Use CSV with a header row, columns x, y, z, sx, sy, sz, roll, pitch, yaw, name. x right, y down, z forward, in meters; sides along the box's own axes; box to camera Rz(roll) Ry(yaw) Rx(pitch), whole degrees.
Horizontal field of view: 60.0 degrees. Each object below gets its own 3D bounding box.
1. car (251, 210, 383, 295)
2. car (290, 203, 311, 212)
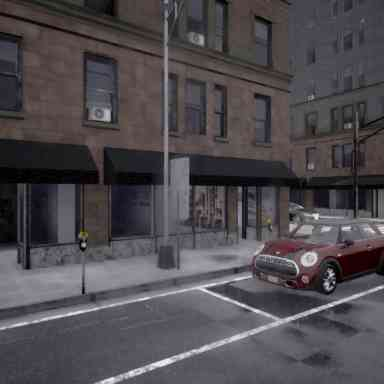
x,y,z,sx,sy,sz,roll,pitch,yaw,name
3.443,1.440,8.658,4.097,1.590,1.967,0,0,-36,car
7.045,1.537,24.612,2.128,1.511,4.902,0,0,-35,car
